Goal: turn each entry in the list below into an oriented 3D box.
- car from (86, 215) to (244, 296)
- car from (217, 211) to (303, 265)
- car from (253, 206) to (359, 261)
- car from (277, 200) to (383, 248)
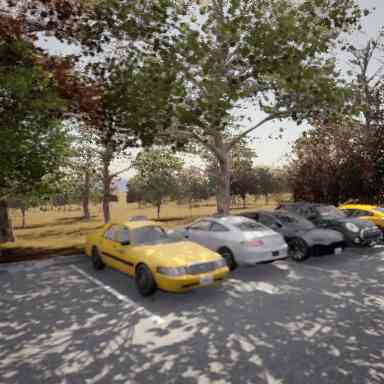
[{"bbox_3d":[-1.260,1.443,8.935,1.946,1.575,5.366,-1,0,-36],"label":"car"},{"bbox_3d":[0.889,1.463,10.693,2.002,1.452,4.674,-1,0,-36],"label":"car"},{"bbox_3d":[3.159,1.430,12.280,2.163,1.488,4.792,-1,0,-35],"label":"car"},{"bbox_3d":[5.276,1.253,13.866,2.185,1.767,4.553,-1,0,-36],"label":"car"}]
